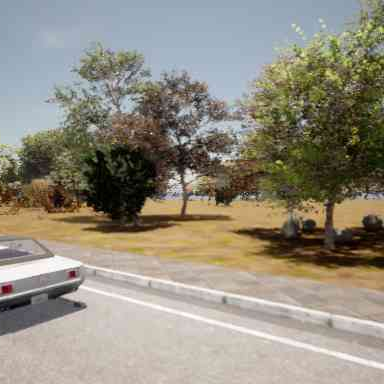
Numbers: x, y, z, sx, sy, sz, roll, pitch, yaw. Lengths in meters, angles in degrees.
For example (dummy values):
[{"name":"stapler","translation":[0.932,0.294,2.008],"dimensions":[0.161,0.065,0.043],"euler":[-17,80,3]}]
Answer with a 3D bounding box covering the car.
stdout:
[{"name":"car","translation":[-4.503,1.601,7.172],"dimensions":[4.718,1.301,1.895],"euler":[0,0,35]}]
